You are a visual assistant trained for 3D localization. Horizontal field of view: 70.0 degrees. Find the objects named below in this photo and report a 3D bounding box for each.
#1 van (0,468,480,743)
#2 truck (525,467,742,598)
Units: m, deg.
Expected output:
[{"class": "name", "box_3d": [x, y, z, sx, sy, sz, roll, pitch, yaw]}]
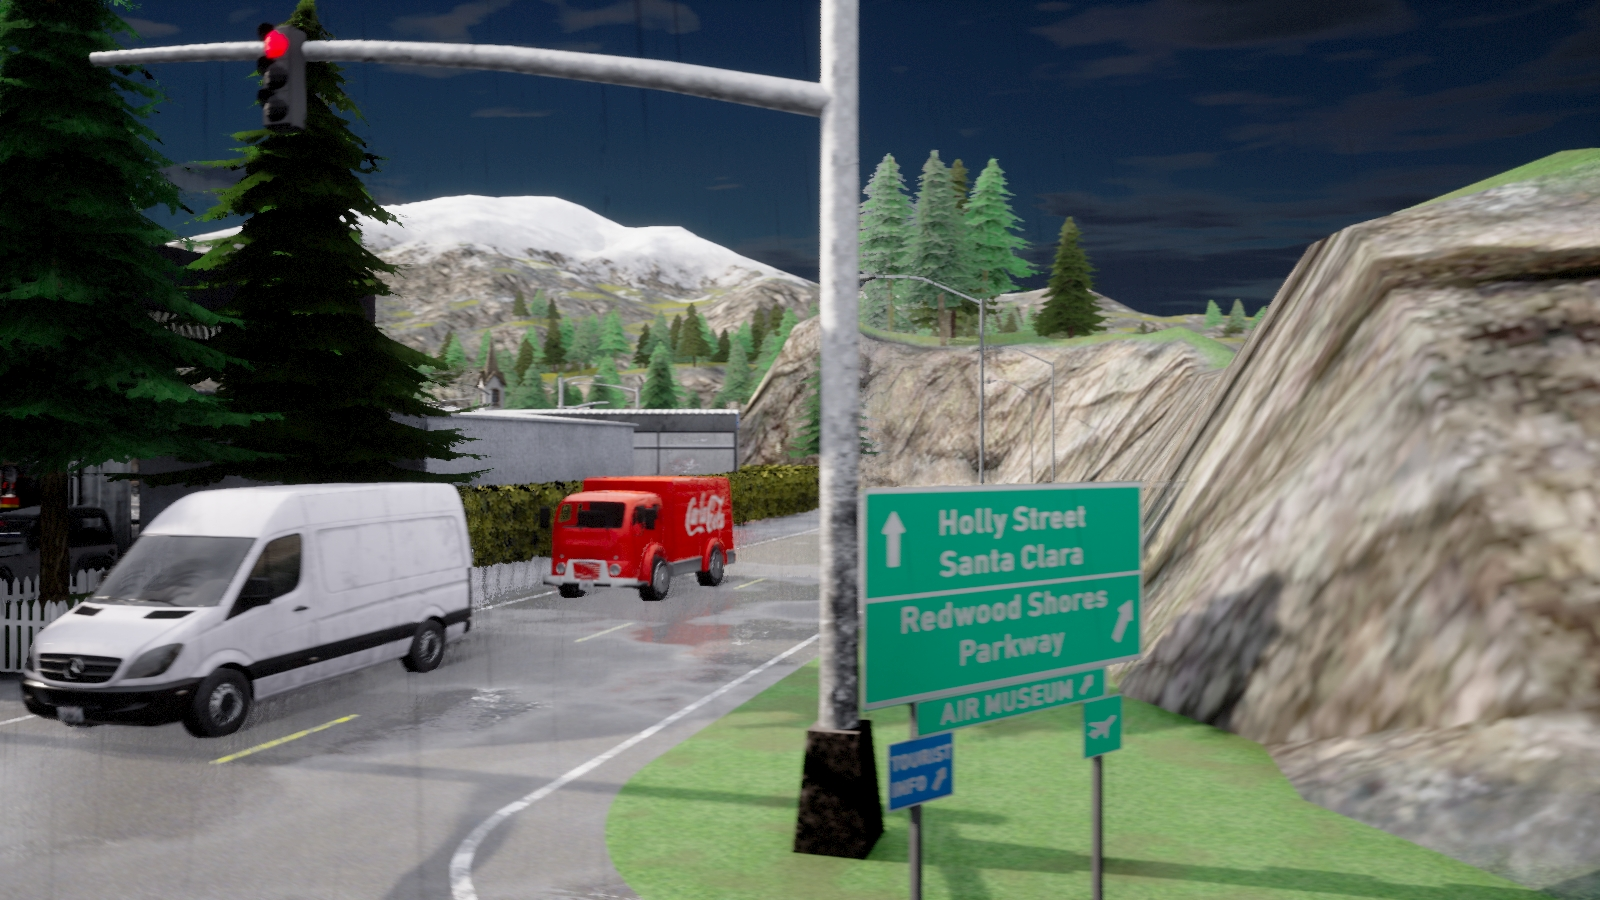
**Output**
[{"class": "van", "box_3d": [-6.455, 1.552, 14.162, 1.988, 2.561, 5.915, 0, 0, 16]}, {"class": "truck", "box_3d": [-3.370, 1.605, 24.518, 2.627, 2.467, 5.204, 0, -1, 17]}]
